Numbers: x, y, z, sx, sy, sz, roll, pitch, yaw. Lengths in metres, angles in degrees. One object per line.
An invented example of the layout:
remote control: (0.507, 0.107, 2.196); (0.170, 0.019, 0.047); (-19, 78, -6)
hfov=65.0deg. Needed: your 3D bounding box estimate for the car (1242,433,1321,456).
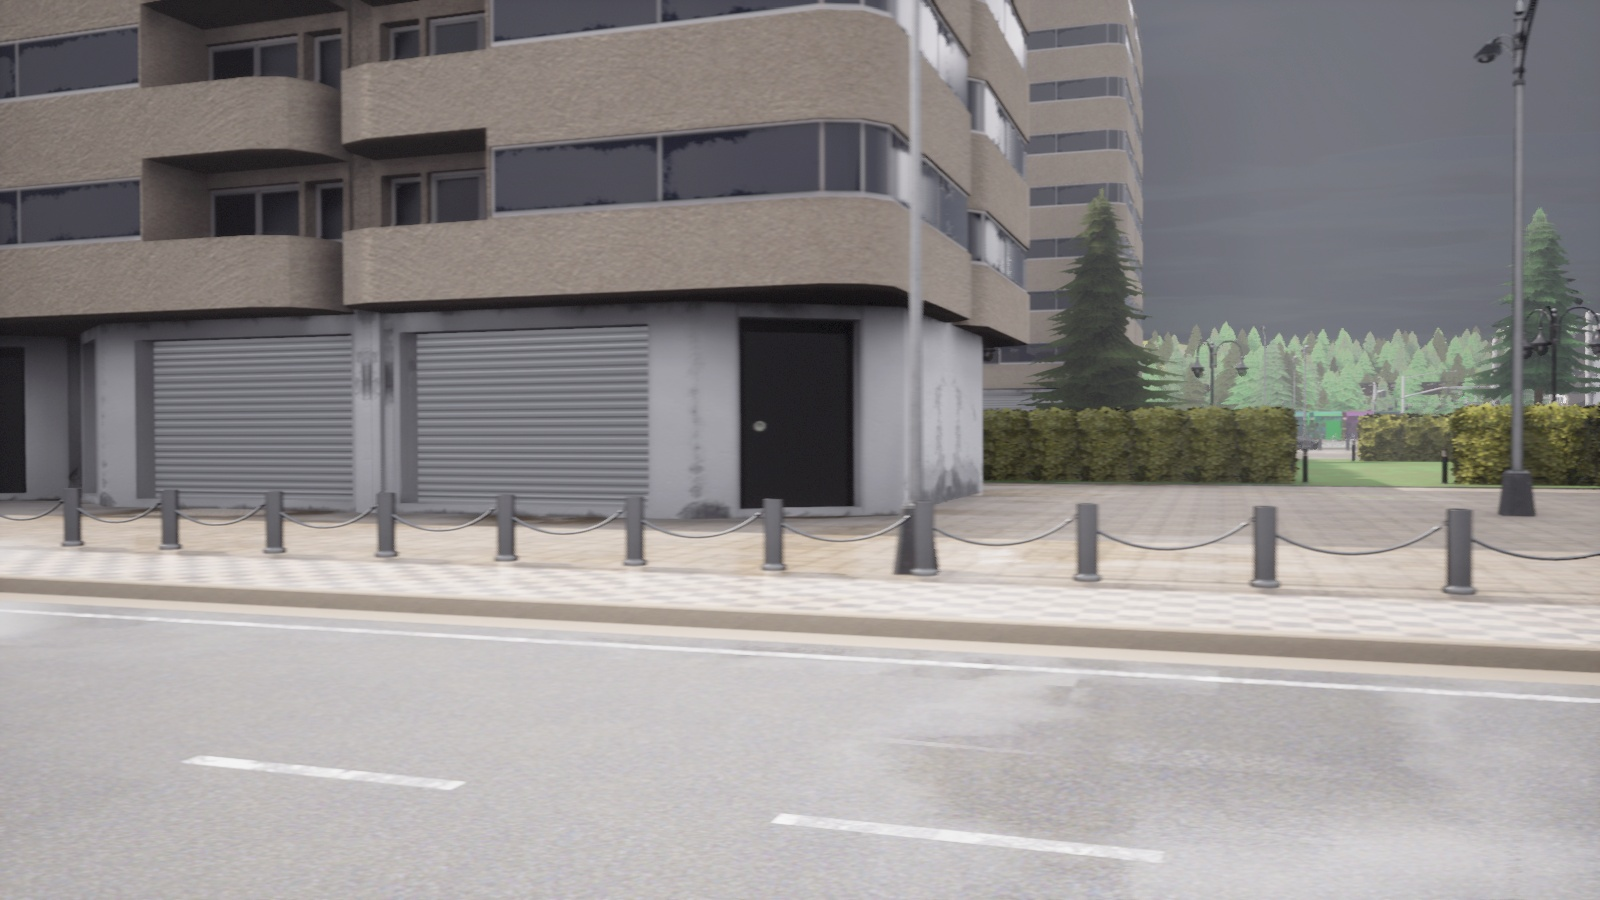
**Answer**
car: (31.671, -0.380, 82.771); (4.792, 1.488, 2.163); (1, 1, 18)
